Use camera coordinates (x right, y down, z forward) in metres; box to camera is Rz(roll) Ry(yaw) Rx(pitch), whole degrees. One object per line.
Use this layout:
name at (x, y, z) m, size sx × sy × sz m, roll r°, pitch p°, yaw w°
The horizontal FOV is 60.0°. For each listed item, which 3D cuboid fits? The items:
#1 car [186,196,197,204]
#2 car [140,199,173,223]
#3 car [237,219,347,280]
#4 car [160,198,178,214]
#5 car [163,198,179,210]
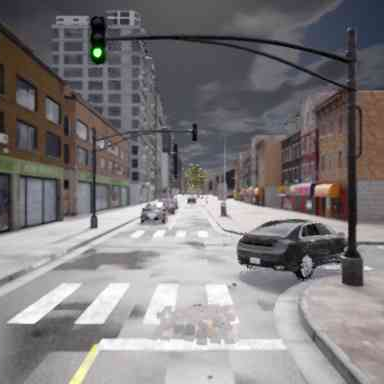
car at (-0.061, 1.624, 65.983) m, size 1.837 × 1.490 × 4.892 m, roll 0°, pitch 0°, yaw 0°
car at (-2.882, 1.552, 25.994) m, size 2.128 × 1.511 × 4.902 m, roll 0°, pitch 0°, yaw -1°
car at (3.412, 1.602, 10.392) m, size 4.892 × 1.490 × 1.837 m, roll 2°, pitch -3°, yaw -44°
car at (-2.887, 1.432, 36.000) m, size 2.097 × 1.767 × 4.553 m, roll 0°, pitch 0°, yaw 0°
car at (-2.887, 1.574, 46.264) m, size 1.882 × 1.535 × 5.008 m, roll 0°, pitch 0°, yaw 0°
